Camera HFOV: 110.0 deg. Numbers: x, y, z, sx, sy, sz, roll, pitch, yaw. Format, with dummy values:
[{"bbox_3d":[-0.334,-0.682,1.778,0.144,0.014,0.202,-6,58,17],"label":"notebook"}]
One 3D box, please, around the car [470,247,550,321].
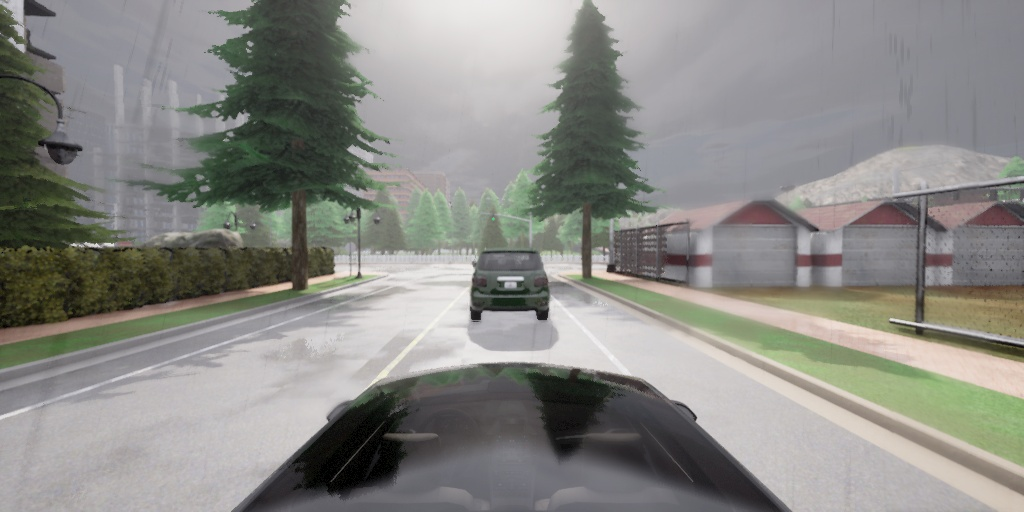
[{"bbox_3d":[-0.119,0.739,11.502,2.150,2.045,5.566,0,1,-2],"label":"car"}]
